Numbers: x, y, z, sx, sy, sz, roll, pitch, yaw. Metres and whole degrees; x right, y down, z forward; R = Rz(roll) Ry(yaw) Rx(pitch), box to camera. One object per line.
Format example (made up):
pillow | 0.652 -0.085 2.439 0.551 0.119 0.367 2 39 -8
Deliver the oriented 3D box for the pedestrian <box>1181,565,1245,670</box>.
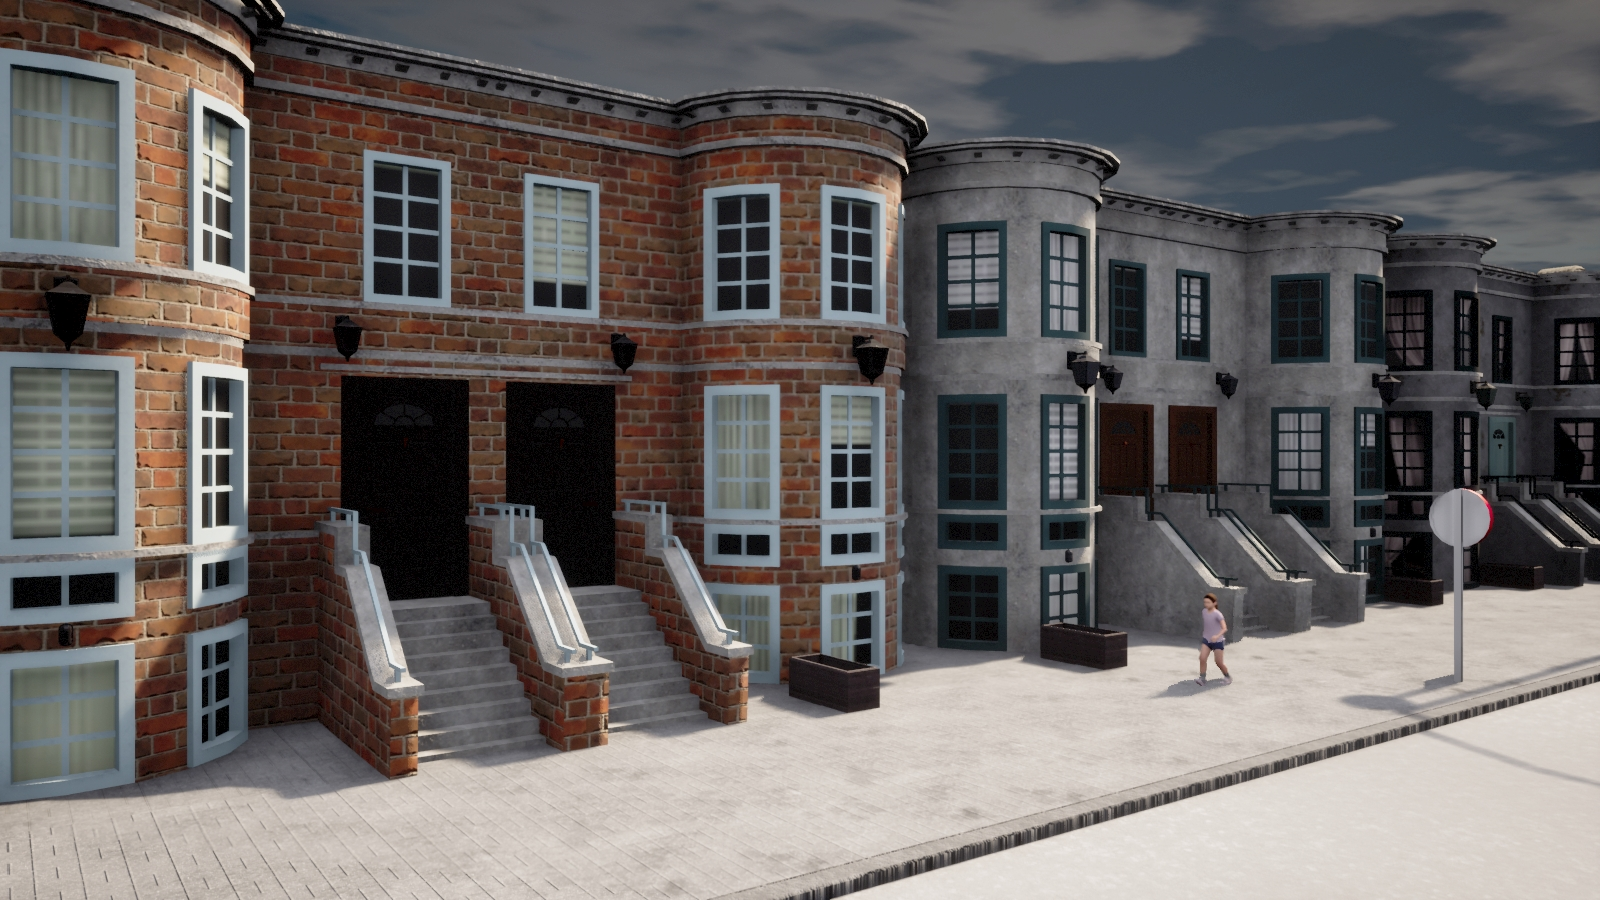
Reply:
pedestrian | 4.733 1.904 13.098 0.500 1.100 0.500 0 0 -37
